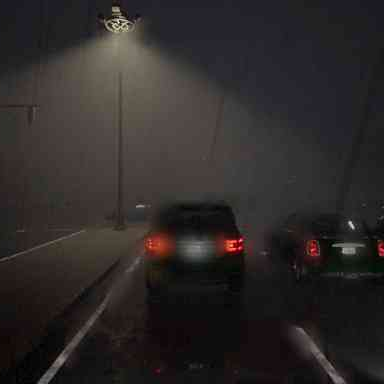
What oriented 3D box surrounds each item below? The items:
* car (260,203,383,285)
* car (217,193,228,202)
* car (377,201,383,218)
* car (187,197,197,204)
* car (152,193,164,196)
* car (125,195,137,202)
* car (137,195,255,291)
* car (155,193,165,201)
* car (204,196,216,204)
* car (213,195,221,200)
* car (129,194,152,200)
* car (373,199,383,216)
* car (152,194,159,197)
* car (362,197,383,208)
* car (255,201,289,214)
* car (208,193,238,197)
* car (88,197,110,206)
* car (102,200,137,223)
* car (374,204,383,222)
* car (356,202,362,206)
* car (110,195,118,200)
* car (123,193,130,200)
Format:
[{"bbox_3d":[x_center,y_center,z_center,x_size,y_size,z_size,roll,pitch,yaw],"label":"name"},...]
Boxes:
[{"bbox_3d":[3.571,1.352,9.684,2.097,1.767,4.553,0,0,0],"label":"car"},{"bbox_3d":[6.935,1.225,76.242,2.150,2.045,5.566,0,0,0],"label":"car"},{"bbox_3d":[19.447,1.547,29.102,5.357,1.411,2.033,0,0,1],"label":"car"},{"bbox_3d":[0.045,1.601,63.434,1.895,1.301,4.718,0,0,0],"label":"car"},{"bbox_3d":[-8.063,1.225,73.498,2.150,2.045,5.566,0,0,0],"label":"car"},{"bbox_3d":[-15.061,1.525,82.036,2.128,1.511,4.902,0,0,0],"label":"car"},{"bbox_3d":[0.072,1.221,9.116,2.150,2.045,5.566,0,0,0],"label":"car"},{"bbox_3d":[-8.042,1.210,84.270,2.150,2.045,5.566,0,0,0],"label":"car"},{"bbox_3d":[3.544,1.547,65.690,2.033,1.411,5.357,0,0,0],"label":"car"},{"bbox_3d":[7.164,1.552,95.117,1.994,1.385,4.181,0,0,1],"label":"car"},{"bbox_3d":[-8.138,1.491,53.230,2.128,1.511,4.902,0,0,0],"label":"car"},{"bbox_3d":[20.727,1.478,32.587,5.008,1.535,1.882,0,0,1],"label":"car"},{"bbox_3d":[-8.108,1.547,62.977,2.033,1.411,5.357,0,0,1],"label":"car"},{"bbox_3d":[7.070,1.221,8.809,2.150,2.045,5.566,0,0,0],"label":"car"},{"bbox_3d":[8.743,1.601,33.962,4.718,1.301,1.895,0,0,20],"label":"car"},{"bbox_3d":[1.473,1.221,28.919,5.566,2.045,2.150,0,0,-3],"label":"car"},{"bbox_3d":[-15.135,1.564,53.287,1.994,1.385,4.181,0,0,0],"label":"car"},{"bbox_3d":[-3.613,1.547,24.857,5.357,1.411,2.033,0,0,-4],"label":"car"},{"bbox_3d":[16.887,1.601,25.600,4.718,1.301,1.895,0,0,0],"label":"car"},{"bbox_3d":[20.177,1.354,36.094,4.553,1.767,2.097,0,0,1],"label":"car"},{"bbox_3d":[-15.108,1.601,62.040,1.895,1.301,4.718,0,0,0],"label":"car"},{"bbox_3d":[-15.062,1.225,71.936,2.150,2.045,5.566,0,0,0],"label":"car"}]
